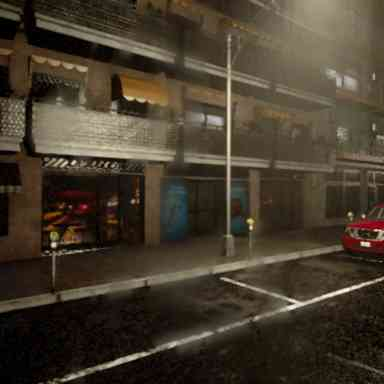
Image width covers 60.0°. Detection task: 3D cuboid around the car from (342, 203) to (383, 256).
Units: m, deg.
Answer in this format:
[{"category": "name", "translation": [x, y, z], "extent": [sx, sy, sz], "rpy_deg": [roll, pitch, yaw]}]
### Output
[{"category": "car", "translation": [7.504, 1.324, 11.925], "extent": [5.009, 1.841, 2.192], "rpy_deg": [0, 0, -36]}]
